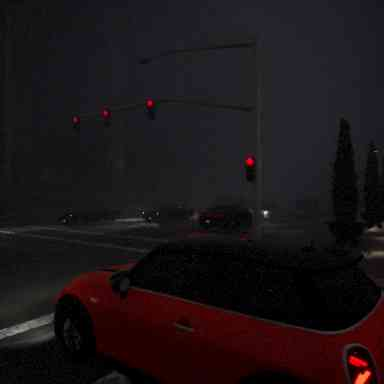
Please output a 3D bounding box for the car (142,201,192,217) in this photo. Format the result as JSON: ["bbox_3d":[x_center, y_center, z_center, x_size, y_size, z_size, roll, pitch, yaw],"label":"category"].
[{"bbox_3d":[-1.928,1.696,27.236,1.895,1.301,4.718,0,0,36],"label":"car"}]

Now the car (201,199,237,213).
[{"bbox_3d":[3.376,1.604,40.550,2.128,1.511,4.902,0,0,36],"label":"car"}]

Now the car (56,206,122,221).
[{"bbox_3d":[-7.711,1.716,25.207,1.895,1.301,4.718,0,0,36],"label":"car"}]

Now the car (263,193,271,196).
[{"bbox_3d":[9.394,1.463,48.826,2.097,1.767,4.553,0,0,36],"label":"car"}]

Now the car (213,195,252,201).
[{"bbox_3d":[3.792,1.315,35.150,2.150,2.045,5.566,0,0,36],"label":"car"}]

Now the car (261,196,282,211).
[{"bbox_3d":[9.604,1.618,43.165,1.812,1.442,4.674,0,0,36],"label":"car"}]

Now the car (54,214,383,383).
[{"bbox_3d":[0.140,1.365,4.295,4.553,1.767,2.097,0,0,40],"label":"car"}]

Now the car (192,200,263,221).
[{"bbox_3d":[2.379,1.533,21.027,1.882,1.535,5.008,0,0,36],"label":"car"}]

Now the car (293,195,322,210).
[{"bbox_3d":[15.820,1.549,45.482,1.882,1.535,5.008,0,0,36],"label":"car"}]
